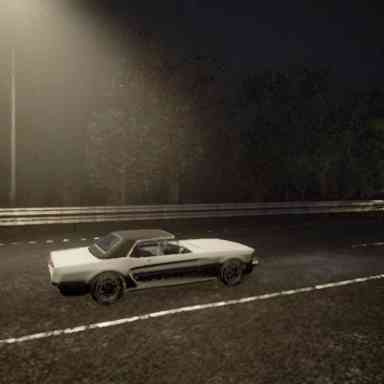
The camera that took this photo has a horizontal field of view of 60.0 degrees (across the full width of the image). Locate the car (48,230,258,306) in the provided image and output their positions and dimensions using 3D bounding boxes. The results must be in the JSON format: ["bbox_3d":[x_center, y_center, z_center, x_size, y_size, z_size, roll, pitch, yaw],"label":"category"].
[{"bbox_3d":[-0.804,1.563,7.855,4.718,1.301,1.895,0,0,-26],"label":"car"}]
